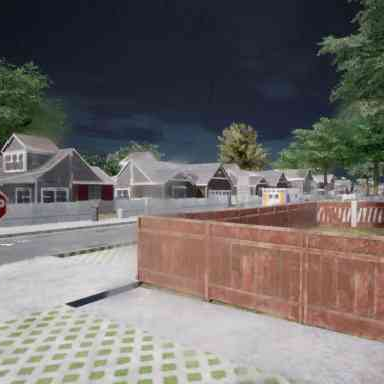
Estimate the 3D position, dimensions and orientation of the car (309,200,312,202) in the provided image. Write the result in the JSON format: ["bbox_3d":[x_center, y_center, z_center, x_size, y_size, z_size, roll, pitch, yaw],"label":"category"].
[{"bbox_3d":[15.156,1.413,46.050,1.994,1.385,4.181,0,0,36],"label":"car"}]

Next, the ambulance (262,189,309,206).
[{"bbox_3d":[9.268,0.908,33.227,2.351,2.431,6.366,0,0,36],"label":"ambulance"}]
